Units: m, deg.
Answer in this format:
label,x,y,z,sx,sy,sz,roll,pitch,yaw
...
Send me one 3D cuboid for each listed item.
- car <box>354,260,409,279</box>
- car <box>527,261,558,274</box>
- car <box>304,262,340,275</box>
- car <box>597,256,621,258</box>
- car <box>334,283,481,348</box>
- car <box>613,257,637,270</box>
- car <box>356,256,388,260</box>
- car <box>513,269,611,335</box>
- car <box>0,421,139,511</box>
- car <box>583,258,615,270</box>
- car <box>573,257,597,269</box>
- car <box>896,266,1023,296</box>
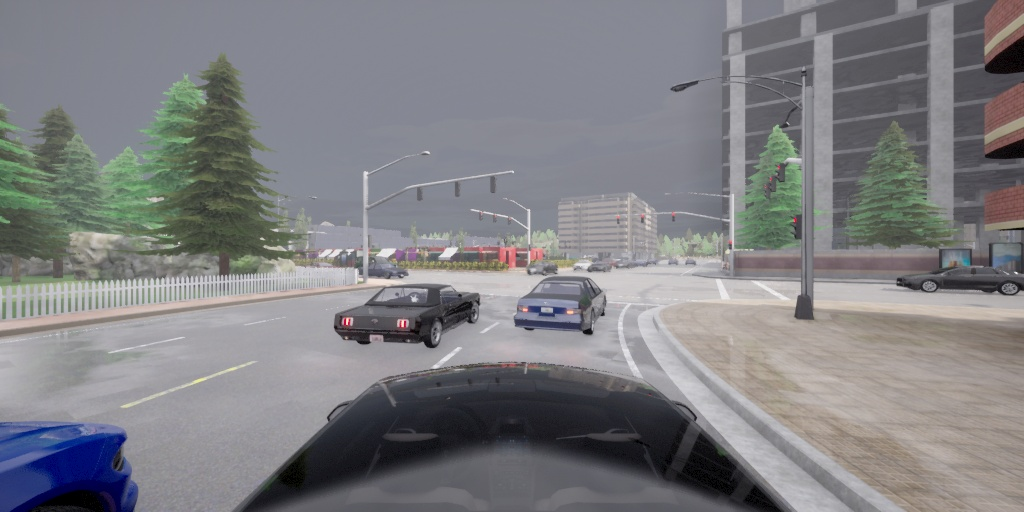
label,x,y,z,sx,sy,sz,roll,pitch,yaw
car,-12.040,1.353,33.215,5.357,1.411,2.033,0,0,31
car,3.219,1.274,37.086,2.128,1.511,4.902,0,0,30
car,-20.076,1.331,37.891,4.674,1.442,1.812,0,0,30
car,16.090,1.101,59.612,2.097,1.767,4.553,0,0,30
car,-2.261,1.351,9.296,1.895,1.301,4.718,0,0,11
car,16.928,1.242,54.033,2.128,1.511,4.902,0,0,30
car,-14.682,1.027,38.808,5.566,2.045,2.150,0,0,30
car,1.674,1.297,10.653,2.033,1.411,5.357,0,0,20
car,-3.214,1.228,0.115,1.882,1.535,5.008,0,0,-2
car,10.361,1.314,42.424,1.994,1.385,4.181,0,0,29
car,9.732,1.275,48.505,1.812,1.442,4.674,0,0,30
car,25.032,1.310,20.052,4.892,1.490,1.837,0,0,30
